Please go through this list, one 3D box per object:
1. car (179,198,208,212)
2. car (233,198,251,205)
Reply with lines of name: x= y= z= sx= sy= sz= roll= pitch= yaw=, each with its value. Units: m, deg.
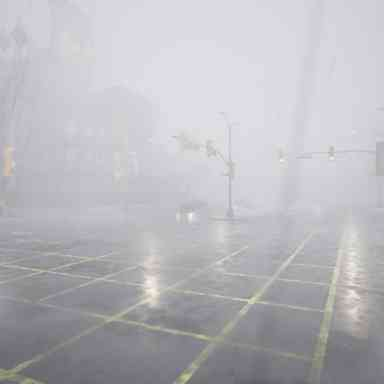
car: x=0.261 y=1.478 z=39.541 sx=1.882 sy=1.535 sz=5.008 roll=0 pitch=0 yaw=27
car: x=8.540 y=1.601 z=57.035 sx=1.895 sy=1.301 sz=4.718 roll=0 pitch=0 yaw=26
